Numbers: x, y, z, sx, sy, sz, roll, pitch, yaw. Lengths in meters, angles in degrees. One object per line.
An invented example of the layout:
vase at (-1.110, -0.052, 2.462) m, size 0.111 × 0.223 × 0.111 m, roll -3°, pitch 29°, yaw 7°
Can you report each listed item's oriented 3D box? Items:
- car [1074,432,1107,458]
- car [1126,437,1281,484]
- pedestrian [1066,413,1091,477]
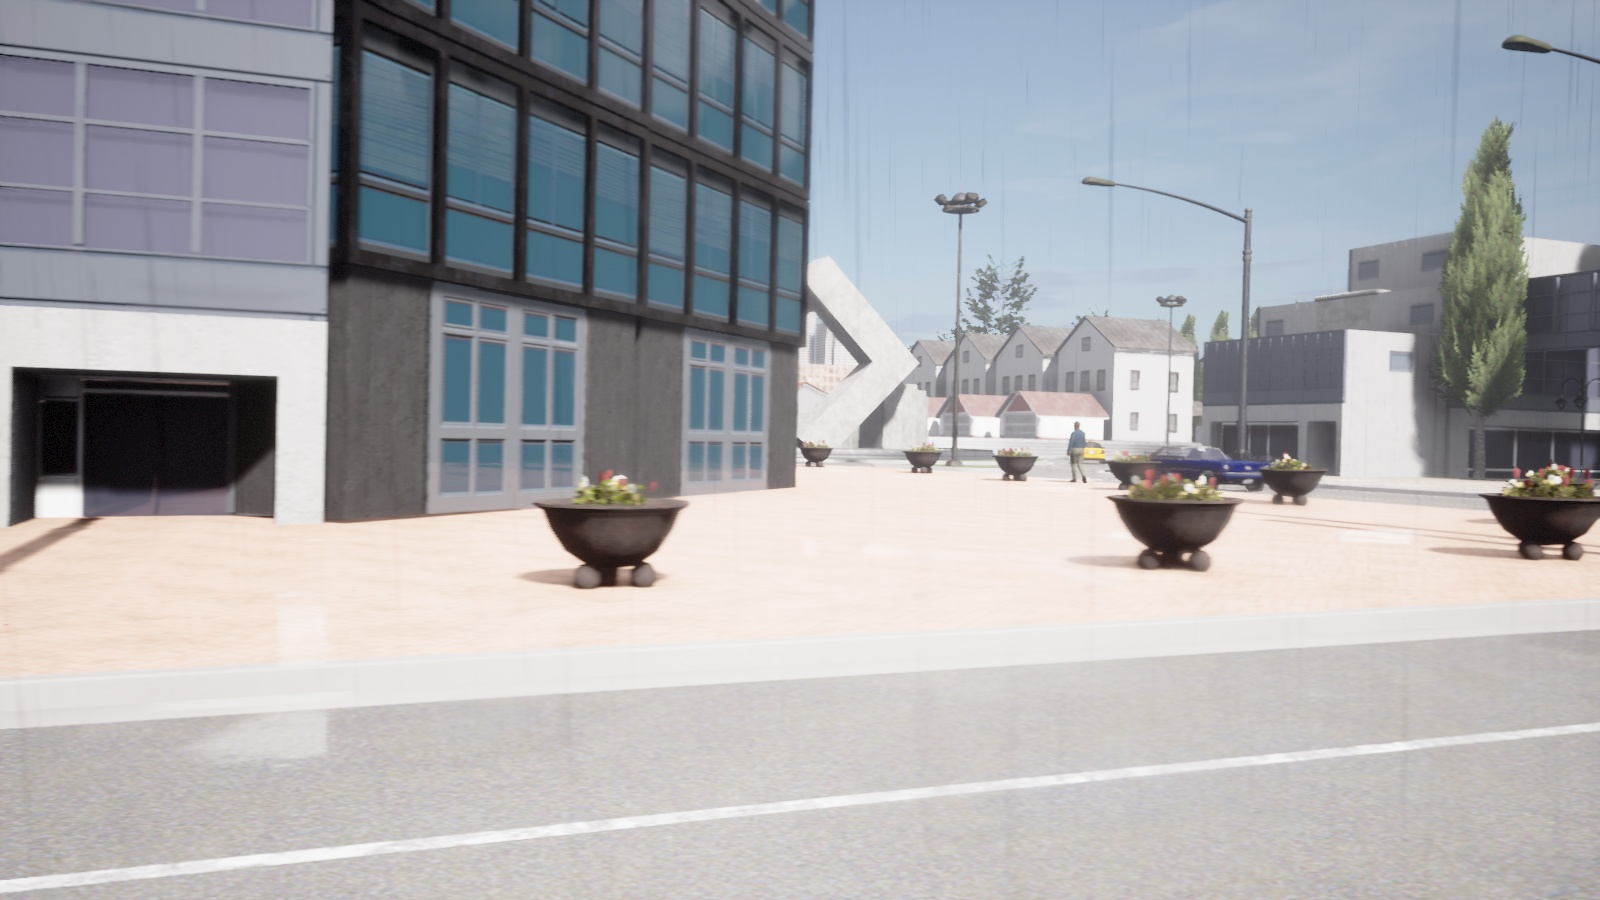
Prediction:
car at (18.364, -0.321, 79.464) m, size 1.801 × 1.575 × 5.366 m, roll 0°, pitch 1°, yaw 11°
car at (11.938, 0.281, 37.502) m, size 1.895 × 1.301 × 4.718 m, roll 0°, pitch 1°, yaw -20°
pedestrian at (8.018, -0.151, 36.160) m, size 0.370 × 1.835 × 0.726 m, roll 0°, pitch 1°, yaw -18°
